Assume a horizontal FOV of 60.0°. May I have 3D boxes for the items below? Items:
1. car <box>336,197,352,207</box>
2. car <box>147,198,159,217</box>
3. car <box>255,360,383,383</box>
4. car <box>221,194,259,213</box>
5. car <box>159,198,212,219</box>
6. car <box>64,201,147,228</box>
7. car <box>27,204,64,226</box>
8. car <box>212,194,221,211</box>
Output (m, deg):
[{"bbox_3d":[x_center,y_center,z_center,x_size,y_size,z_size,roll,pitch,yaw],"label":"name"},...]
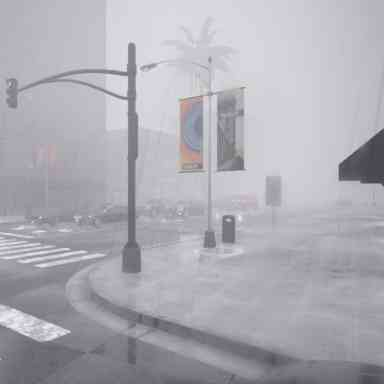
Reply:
[{"bbox_3d":[24.722,1.621,54.066,2.128,1.511,4.902,0,0,35],"label":"car"},{"bbox_3d":[-3.443,1.384,31.411,2.097,1.767,4.553,0,0,35],"label":"car"},{"bbox_3d":[2.147,1.551,1.315,4.403,1.369,2.008,0,0,36],"label":"car"},{"bbox_3d":[5.992,1.283,39.139,2.150,2.045,5.566,0,0,35],"label":"car"},{"bbox_3d":[-0.503,1.389,29.941,2.097,1.767,4.553,0,0,35],"label":"car"},{"bbox_3d":[-5.708,1.513,22.566,2.128,1.511,4.902,0,0,35],"label":"car"},{"bbox_3d":[-8.825,1.563,23.795,2.033,1.411,5.357,0,0,35],"label":"car"},{"bbox_3d":[3.755,1.279,41.592,2.150,2.045,5.566,0,0,36],"label":"car"}]
